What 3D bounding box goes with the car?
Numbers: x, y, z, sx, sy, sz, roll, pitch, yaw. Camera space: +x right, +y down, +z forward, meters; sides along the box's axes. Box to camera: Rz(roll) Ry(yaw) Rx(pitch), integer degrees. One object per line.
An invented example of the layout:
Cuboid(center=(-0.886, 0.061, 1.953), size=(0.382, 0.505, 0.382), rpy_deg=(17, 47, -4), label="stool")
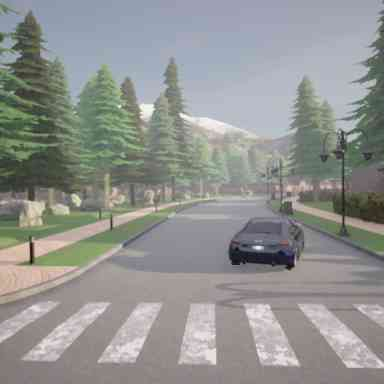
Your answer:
Cuboid(center=(2.653, 1.518, 11.266), size=(1.994, 1.385, 4.181), rpy_deg=(0, 1, 22), label="car")
